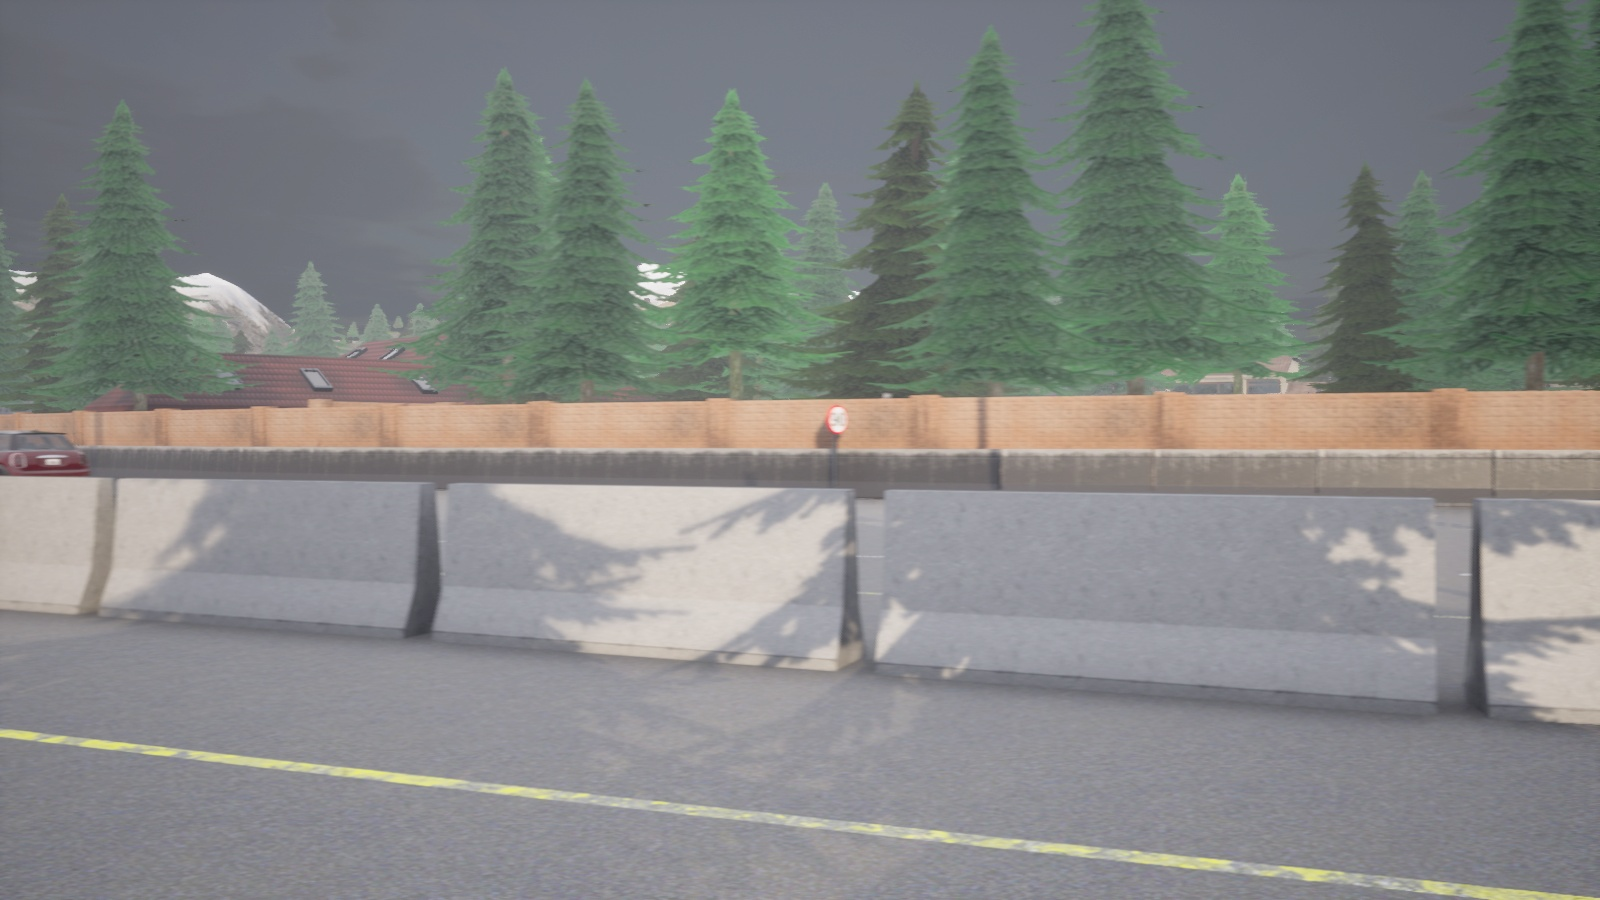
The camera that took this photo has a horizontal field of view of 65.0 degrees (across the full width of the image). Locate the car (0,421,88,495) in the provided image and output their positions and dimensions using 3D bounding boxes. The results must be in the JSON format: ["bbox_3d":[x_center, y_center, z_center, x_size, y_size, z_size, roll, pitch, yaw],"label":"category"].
[{"bbox_3d":[-20.435,0.149,31.865,4.553,1.767,2.097,1,1,30],"label":"car"}]
